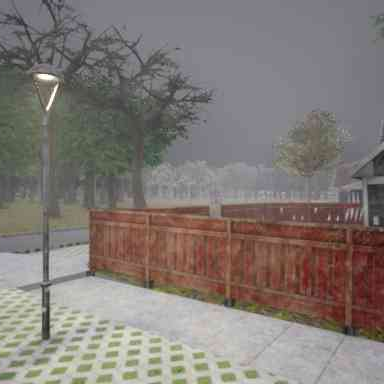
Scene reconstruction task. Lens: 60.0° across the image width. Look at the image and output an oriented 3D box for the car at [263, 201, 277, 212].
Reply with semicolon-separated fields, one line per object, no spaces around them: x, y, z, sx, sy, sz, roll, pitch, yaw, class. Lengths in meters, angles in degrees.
11.822;2.109;49.199;1.882;1.535;5.008;-2;-2;35;car
